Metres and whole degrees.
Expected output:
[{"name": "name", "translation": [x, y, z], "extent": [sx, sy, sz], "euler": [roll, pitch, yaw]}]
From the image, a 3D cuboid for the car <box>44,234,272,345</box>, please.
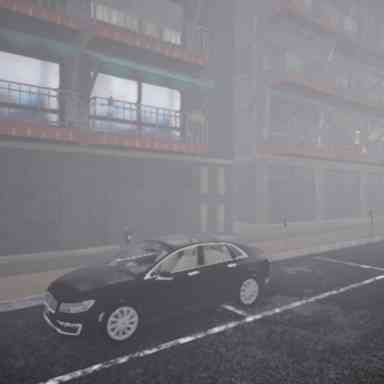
[{"name": "car", "translation": [-0.387, 1.531, 6.266], "extent": [4.403, 1.369, 2.008], "euler": [0, 1, -35]}]
